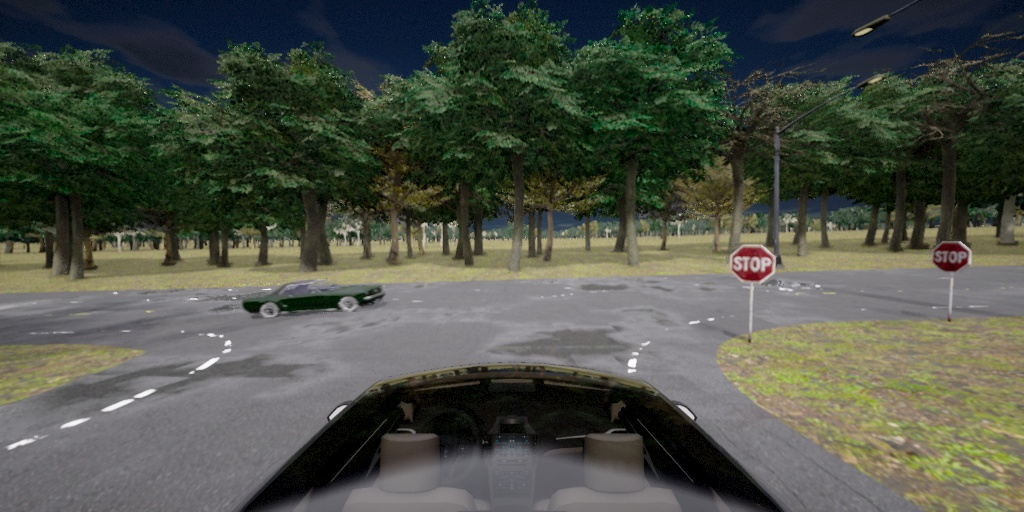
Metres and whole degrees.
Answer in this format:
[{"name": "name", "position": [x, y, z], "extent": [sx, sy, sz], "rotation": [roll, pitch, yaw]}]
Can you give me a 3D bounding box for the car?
[{"name": "car", "position": [-7.510, 1.572, 13.937], "extent": [4.718, 1.301, 1.895], "rotation": [-4, 1, 0]}]
